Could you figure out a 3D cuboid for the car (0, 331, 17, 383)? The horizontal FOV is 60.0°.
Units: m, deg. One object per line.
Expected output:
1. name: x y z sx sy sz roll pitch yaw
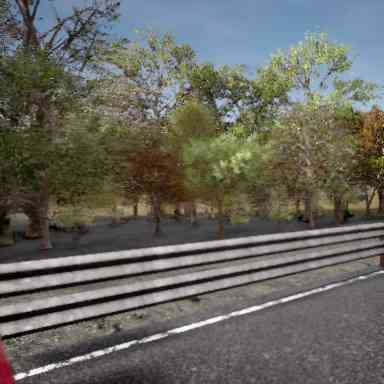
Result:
1. car: -3.310 1.602 1.324 4.718 1.301 1.895 0 0 -36
